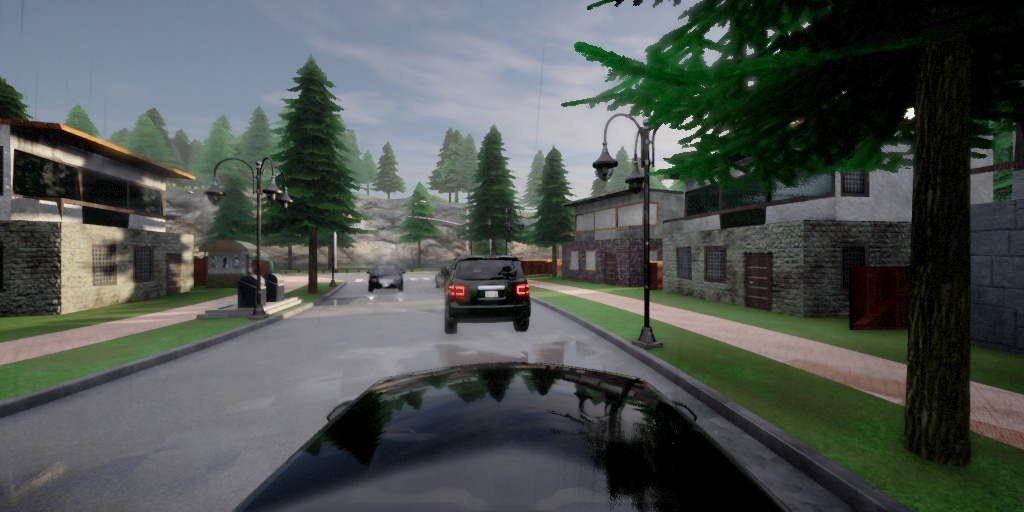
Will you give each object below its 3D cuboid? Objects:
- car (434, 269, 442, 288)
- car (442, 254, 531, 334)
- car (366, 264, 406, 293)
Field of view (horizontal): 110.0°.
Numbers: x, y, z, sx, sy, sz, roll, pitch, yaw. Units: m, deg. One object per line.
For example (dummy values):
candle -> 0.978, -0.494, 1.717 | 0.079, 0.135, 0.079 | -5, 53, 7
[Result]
car -> -3.324, 1.297, 21.098 | 2.033, 1.411, 5.357 | 0, 0, -21
car -> -0.937, 0.971, 10.895 | 2.150, 2.045, 5.566 | 0, 0, -10
car -> -7.287, 1.242, 20.842 | 2.128, 1.511, 4.902 | 0, 0, -19
